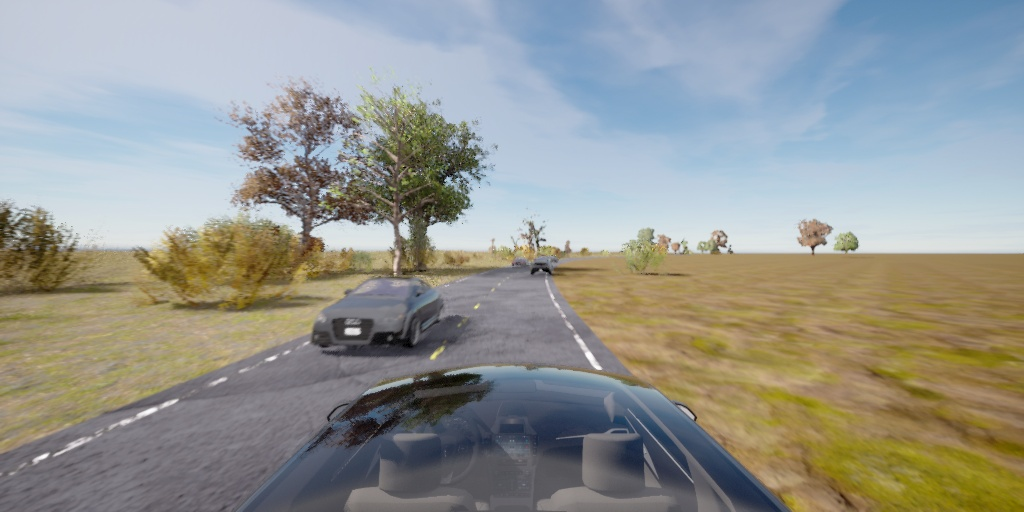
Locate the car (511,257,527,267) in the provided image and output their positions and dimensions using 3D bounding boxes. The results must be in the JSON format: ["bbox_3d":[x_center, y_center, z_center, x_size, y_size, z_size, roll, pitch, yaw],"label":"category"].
[{"bbox_3d":[1.156,0.798,51.180,1.994,1.385,4.181,1,1,10],"label":"car"}]

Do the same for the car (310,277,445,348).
[{"bbox_3d":[-2.978,1.221,8.803,1.994,1.385,4.181,0,1,1],"label":"car"}]

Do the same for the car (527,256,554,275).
[{"bbox_3d":[2.733,0.944,33.310,1.837,1.490,4.892,0,1,6],"label":"car"}]
